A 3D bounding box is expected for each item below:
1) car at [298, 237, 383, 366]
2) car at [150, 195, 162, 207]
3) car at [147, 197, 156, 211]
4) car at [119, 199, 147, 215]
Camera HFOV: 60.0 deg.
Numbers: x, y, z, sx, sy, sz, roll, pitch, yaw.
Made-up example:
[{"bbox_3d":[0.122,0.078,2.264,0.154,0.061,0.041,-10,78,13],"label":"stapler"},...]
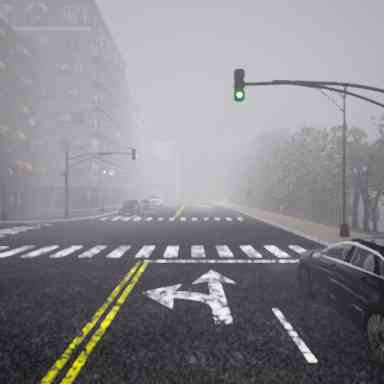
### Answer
[{"bbox_3d":[3.353,1.531,5.754,2.128,1.511,4.902,0,0,-1],"label":"car"},{"bbox_3d":[-6.567,1.634,59.458,2.150,2.045,5.566,0,-1,0],"label":"car"},{"bbox_3d":[-6.585,1.842,46.475,1.812,1.442,4.674,0,0,0],"label":"car"},{"bbox_3d":[-6.590,1.598,36.542,2.097,1.767,4.553,0,0,0],"label":"car"}]
